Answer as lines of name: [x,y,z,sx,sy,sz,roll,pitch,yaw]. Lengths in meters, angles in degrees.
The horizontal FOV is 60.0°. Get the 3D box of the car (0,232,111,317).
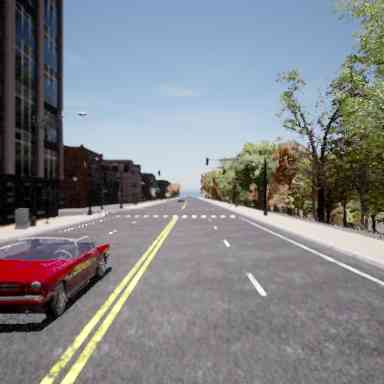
car: [-3.348,1.683,7.745,1.895,1.301,4.718,0,-1,0]
